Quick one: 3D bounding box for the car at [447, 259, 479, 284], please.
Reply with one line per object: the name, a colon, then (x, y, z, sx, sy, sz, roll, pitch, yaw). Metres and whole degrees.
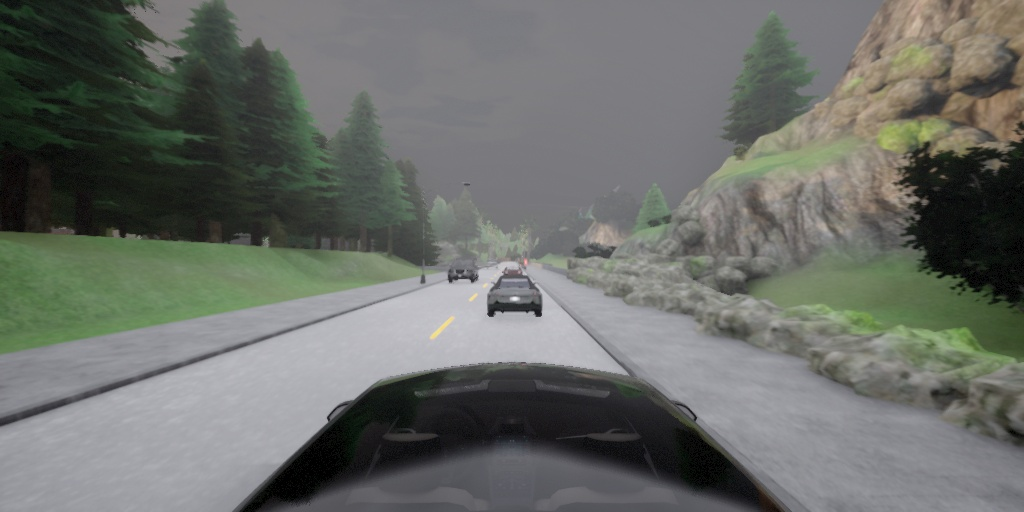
car: (-4.106, 1.238, 30.988, 2.150, 2.045, 5.566, 0, -1, 0)

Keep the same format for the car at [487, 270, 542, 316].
car: (0.096, 1.426, 14.069, 1.994, 1.385, 4.181, 0, 0, 0)

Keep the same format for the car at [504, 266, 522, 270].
car: (0.088, 1.666, 36.538, 1.895, 1.301, 4.718, 0, -1, 0)
